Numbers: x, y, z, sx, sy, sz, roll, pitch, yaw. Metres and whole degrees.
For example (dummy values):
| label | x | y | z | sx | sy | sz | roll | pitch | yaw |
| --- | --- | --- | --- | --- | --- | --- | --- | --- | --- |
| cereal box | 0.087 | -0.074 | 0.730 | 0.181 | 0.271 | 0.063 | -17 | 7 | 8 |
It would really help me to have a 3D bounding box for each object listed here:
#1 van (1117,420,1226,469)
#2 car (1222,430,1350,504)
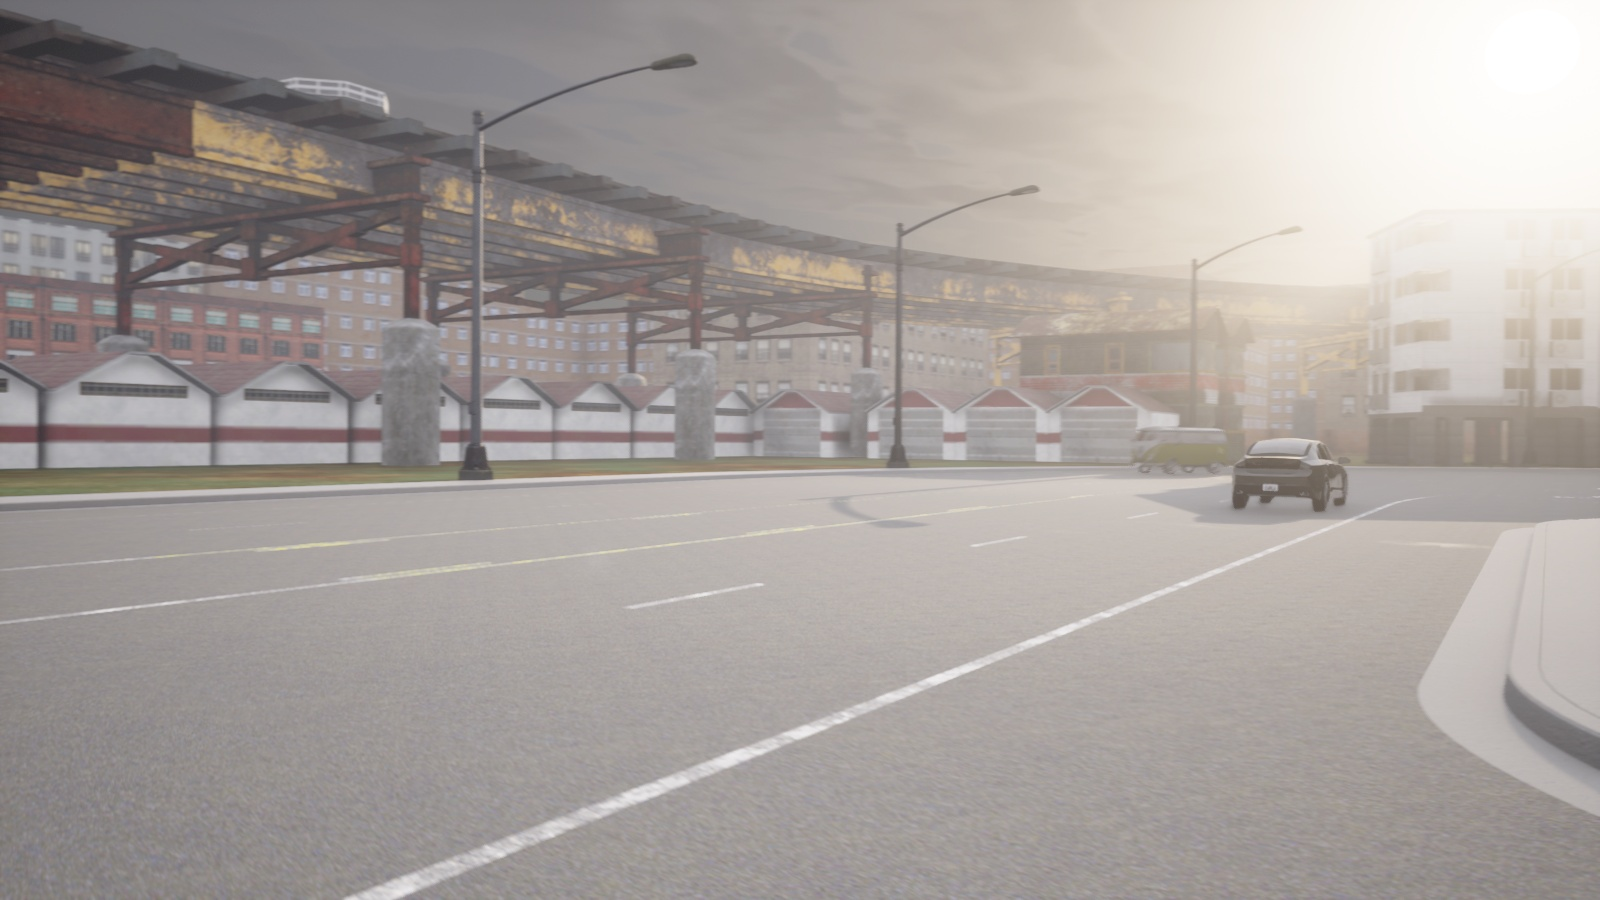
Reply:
| label | x | y | z | sx | sy | sz | roll | pitch | yaw |
| --- | --- | --- | --- | --- | --- | --- | --- | --- | --- |
| van | 15.563 | -0.252 | 52.596 | 4.442 | 1.987 | 1.775 | -1 | 0 | -30 |
| car | 10.861 | 0.321 | 27.852 | 1.837 | 1.490 | 4.892 | 0 | 1 | 31 |
